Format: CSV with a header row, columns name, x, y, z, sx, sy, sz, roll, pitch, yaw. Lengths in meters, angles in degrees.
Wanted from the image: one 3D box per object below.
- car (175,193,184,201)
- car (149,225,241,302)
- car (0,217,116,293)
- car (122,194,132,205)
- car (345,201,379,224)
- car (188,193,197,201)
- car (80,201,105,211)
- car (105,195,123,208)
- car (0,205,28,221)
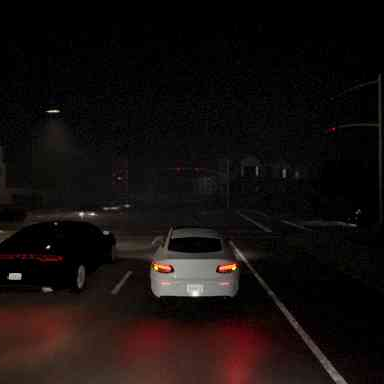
name,x,y,z,sx,sy,sz,roll,pitch,yaw
car,-3.455,1.417,88.985,2.150,2.045,5.566,0,0,0
car,0.071,1.540,8.158,1.812,1.442,4.674,0,0,0
car,-3.425,1.498,8.945,1.882,1.535,5.008,0,0,0
car,-13.965,1.550,69.430,2.150,2.045,5.566,0,1,0
car,14.262,1.490,25.471,4.553,1.767,2.097,0,-1,0
car,0.045,1.413,89.285,2.150,2.045,5.566,0,-1,0
car,-14.079,1.980,46.553,1.895,1.301,4.718,0,-1,0
car,-14.046,1.773,58.387,2.097,1.767,4.553,0,0,0
car,-14.089,1.689,24.326,2.033,1.411,5.357,0,-1,0
